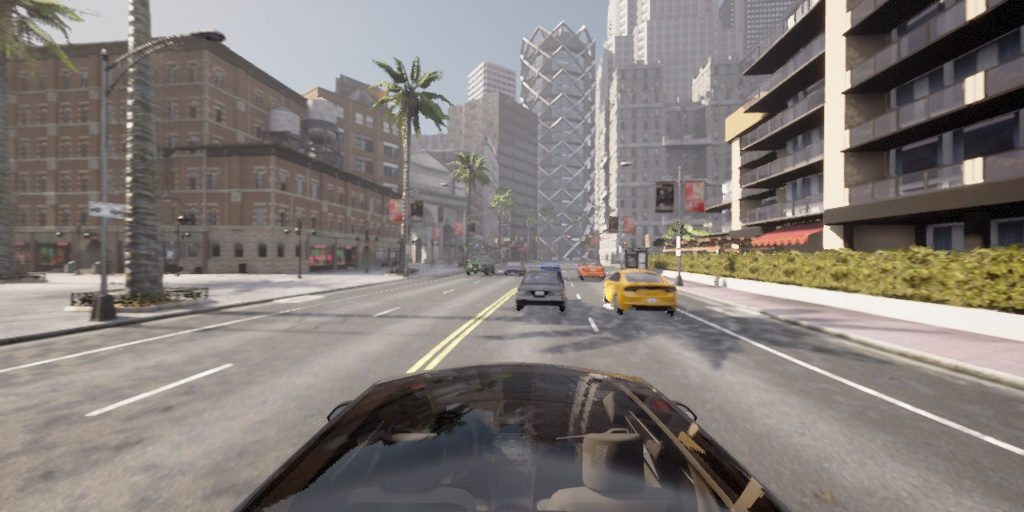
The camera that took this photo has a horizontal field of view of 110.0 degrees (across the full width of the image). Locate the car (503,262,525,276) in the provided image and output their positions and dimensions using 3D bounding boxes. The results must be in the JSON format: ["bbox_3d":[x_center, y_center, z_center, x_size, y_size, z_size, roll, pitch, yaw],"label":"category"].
[{"bbox_3d":[0.356,1.284,36.766,2.033,1.411,5.357,0,0,8],"label":"car"}]

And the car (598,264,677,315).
[{"bbox_3d":[4.701,1.249,13.780,1.882,1.535,5.008,0,0,6],"label":"car"}]

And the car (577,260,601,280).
[{"bbox_3d":[6.861,1.128,31.394,2.097,1.767,4.553,0,0,7],"label":"car"}]

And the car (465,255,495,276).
[{"bbox_3d":[-3.155,0.941,36.904,2.150,2.045,5.566,0,0,8],"label":"car"}]

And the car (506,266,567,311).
[{"bbox_3d":[1.231,1.298,14.559,2.033,1.411,5.357,0,0,7],"label":"car"}]

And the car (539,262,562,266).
[{"bbox_3d":[3.396,1.234,31.905,1.882,1.535,5.008,0,0,7],"label":"car"}]
